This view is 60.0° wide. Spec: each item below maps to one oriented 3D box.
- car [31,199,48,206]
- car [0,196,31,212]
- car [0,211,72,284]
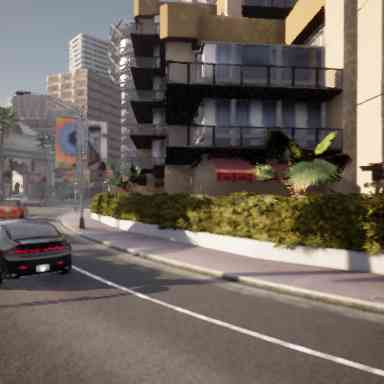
[{"bbox_3d":[-27.438,1.884,59.143,1.895,1.301,4.718,0,0,-4],"label":"car"},{"bbox_3d":[-15.350,1.476,28.330,2.097,1.767,4.553,1,-1,-21],"label":"car"},{"bbox_3d":[-5.100,1.553,9.825,1.837,1.490,4.892,0,0,-39],"label":"car"}]
